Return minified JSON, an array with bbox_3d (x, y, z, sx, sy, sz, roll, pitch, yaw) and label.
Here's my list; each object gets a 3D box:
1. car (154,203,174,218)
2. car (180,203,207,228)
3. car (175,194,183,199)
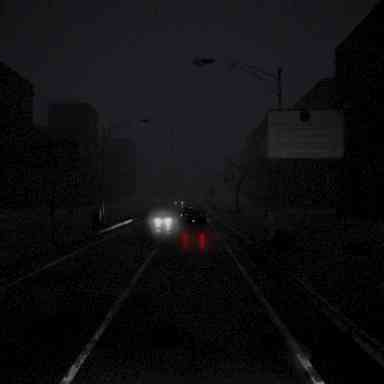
[{"bbox_3d":[-3.079,2.011,37.094,2.128,1.511,4.902,0,-1,0],"label":"car"},{"bbox_3d":[0.110,1.805,25.084,2.128,1.511,4.902,0,-1,0],"label":"car"},{"bbox_3d":[-2.969,1.144,77.536,1.812,1.442,4.674,0,3,0],"label":"car"}]
